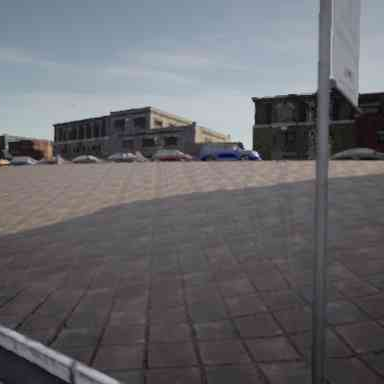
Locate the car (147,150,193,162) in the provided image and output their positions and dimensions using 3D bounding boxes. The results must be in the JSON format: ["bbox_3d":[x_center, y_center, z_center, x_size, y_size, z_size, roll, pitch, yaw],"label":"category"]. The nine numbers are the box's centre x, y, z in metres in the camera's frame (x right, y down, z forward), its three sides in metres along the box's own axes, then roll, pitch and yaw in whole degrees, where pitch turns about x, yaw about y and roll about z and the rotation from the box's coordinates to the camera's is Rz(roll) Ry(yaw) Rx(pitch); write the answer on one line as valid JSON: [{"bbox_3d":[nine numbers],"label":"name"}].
[{"bbox_3d":[-1.682,-3.364,32.712,4.553,1.767,2.185,1,1,26],"label":"car"}]

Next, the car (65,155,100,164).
[{"bbox_3d":[-11.594,-3.422,37.613,4.674,1.452,2.002,1,1,28],"label":"car"}]

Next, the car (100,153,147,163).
[{"bbox_3d":[-6.762,-3.360,35.155,4.892,1.521,2.231,1,1,27],"label":"car"}]

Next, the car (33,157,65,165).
[{"bbox_3d":[-16.458,-3.533,40.220,4.792,1.488,2.163,1,1,29],"label":"car"}]

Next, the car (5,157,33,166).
[{"bbox_3d":[-21.451,-3.793,43.020,4.553,1.767,2.185,1,1,31],"label":"car"}]

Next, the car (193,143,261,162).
[{"bbox_3d":[3.419,-3.345,30.373,5.566,2.045,2.435,2,1,25],"label":"car"}]

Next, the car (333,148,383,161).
[{"bbox_3d":[13.602,-2.704,26.128,4.674,1.452,2.002,2,1,22],"label":"car"}]

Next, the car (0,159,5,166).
[{"bbox_3d":[-26.205,-3.769,45.836,5.008,1.535,2.097,1,1,32],"label":"car"}]
